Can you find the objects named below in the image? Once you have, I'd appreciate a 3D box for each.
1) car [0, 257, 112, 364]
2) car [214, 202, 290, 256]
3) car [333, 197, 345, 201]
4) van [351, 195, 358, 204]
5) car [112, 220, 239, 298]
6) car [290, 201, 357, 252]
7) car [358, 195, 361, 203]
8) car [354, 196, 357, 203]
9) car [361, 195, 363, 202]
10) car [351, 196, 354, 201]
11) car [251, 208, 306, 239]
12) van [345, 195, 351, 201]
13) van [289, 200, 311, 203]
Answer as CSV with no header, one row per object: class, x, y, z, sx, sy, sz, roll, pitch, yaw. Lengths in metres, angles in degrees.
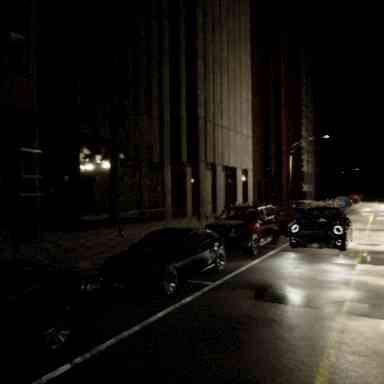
car,-3.280,1.657,4.124,1.947,1.339,4.313,-1,-1,29
car,2.253,1.433,13.947,2.192,1.841,5.009,-1,-1,29
car,16.099,1.626,38.495,1.967,1.590,4.097,-1,-1,29
van,29.940,1.599,63.045,1.690,1.788,3.998,-1,-1,29
car,-0.511,1.671,9.034,1.947,1.339,4.313,-1,-1,29
car,5.684,1.430,14.401,2.097,1.767,4.553,-1,-1,29
car,32.711,1.714,67.953,1.967,1.590,4.097,-1,-1,29
car,27.175,1.793,58.132,2.008,1.369,4.403,-1,-1,29
car,35.478,1.605,72.865,2.192,1.841,5.009,-1,-1,29
car,24.323,1.752,53.075,1.752,1.417,4.829,-1,-1,29
car,5.026,1.676,18.854,1.887,1.381,4.507,-1,-1,29
van,21.635,1.554,48.316,1.690,1.788,3.998,-1,-1,29
van,7.791,1.486,23.766,1.690,1.788,3.998,-1,-1,29
